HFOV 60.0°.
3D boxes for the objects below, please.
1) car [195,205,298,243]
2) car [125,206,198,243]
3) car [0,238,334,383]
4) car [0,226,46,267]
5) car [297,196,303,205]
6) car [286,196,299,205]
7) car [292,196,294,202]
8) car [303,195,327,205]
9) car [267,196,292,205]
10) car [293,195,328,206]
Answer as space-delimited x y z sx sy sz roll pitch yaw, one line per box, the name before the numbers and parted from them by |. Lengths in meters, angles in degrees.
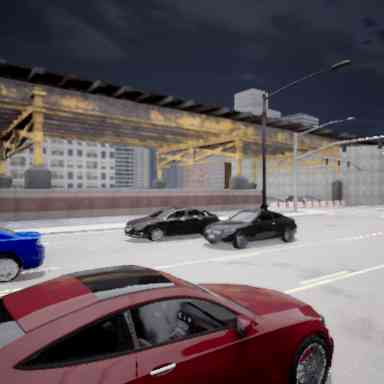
car | 2.677 1.497 14.485 4.674 1.442 1.812 0 0 -35
car | -0.856 1.482 16.207 4.892 1.490 1.837 0 0 -35
car | -0.500 1.522 3.390 4.674 1.442 1.812 0 0 -36
car | -6.297 1.479 8.094 5.008 1.535 1.882 0 0 -36
car | 14.894 1.342 49.111 2.038 1.542 4.974 0 0 18
car | 14.910 1.184 49.161 1.853 1.218 4.536 0 0 18
car | 11.150 1.354 46.426 4.974 1.542 2.038 0 0 8
car | 18.753 1.170 52.864 4.536 1.218 1.853 0 0 -7
car | 11.098 1.197 46.433 4.536 1.218 1.853 0 0 8
car | 18.805 1.327 52.871 4.974 1.542 2.038 0 0 -7
